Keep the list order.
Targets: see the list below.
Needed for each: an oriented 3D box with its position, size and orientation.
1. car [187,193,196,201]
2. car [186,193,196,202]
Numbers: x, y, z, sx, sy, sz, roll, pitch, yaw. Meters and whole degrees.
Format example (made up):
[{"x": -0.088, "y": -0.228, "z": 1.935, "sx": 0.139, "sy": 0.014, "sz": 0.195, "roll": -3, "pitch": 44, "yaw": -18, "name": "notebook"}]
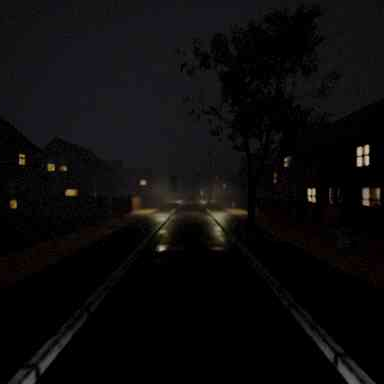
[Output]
[{"x": -0.217, "y": 1.173, "z": 81.796, "sx": 2.150, "sy": 2.045, "sz": 5.566, "roll": 0, "pitch": 0, "yaw": 0, "name": "car"}, {"x": -0.189, "y": 1.389, "z": 71.453, "sx": 1.882, "sy": 1.535, "sz": 5.008, "roll": 0, "pitch": 0, "yaw": 0, "name": "car"}]
